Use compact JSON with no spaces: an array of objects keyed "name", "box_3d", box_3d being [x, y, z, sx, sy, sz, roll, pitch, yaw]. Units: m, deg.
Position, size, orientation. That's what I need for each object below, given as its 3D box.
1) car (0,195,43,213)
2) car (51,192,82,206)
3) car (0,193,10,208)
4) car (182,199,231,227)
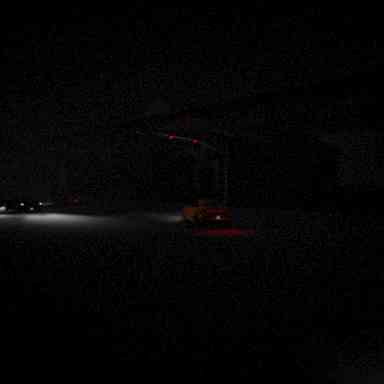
[{"name":"car","box_3d":[-14.609,1.024,28.635,4.718,1.301,1.895,1,1,45]},{"name":"car","box_3d":[-14.626,0.747,38.730,5.008,1.535,1.882,1,1,45]},{"name":"car","box_3d":[-20.893,0.835,34.806,4.181,1.385,1.994,1,1,44]},{"name":"car","box_3d":[0.780,1.171,20.213,1.882,1.535,5.008,1,1,-15]}]
